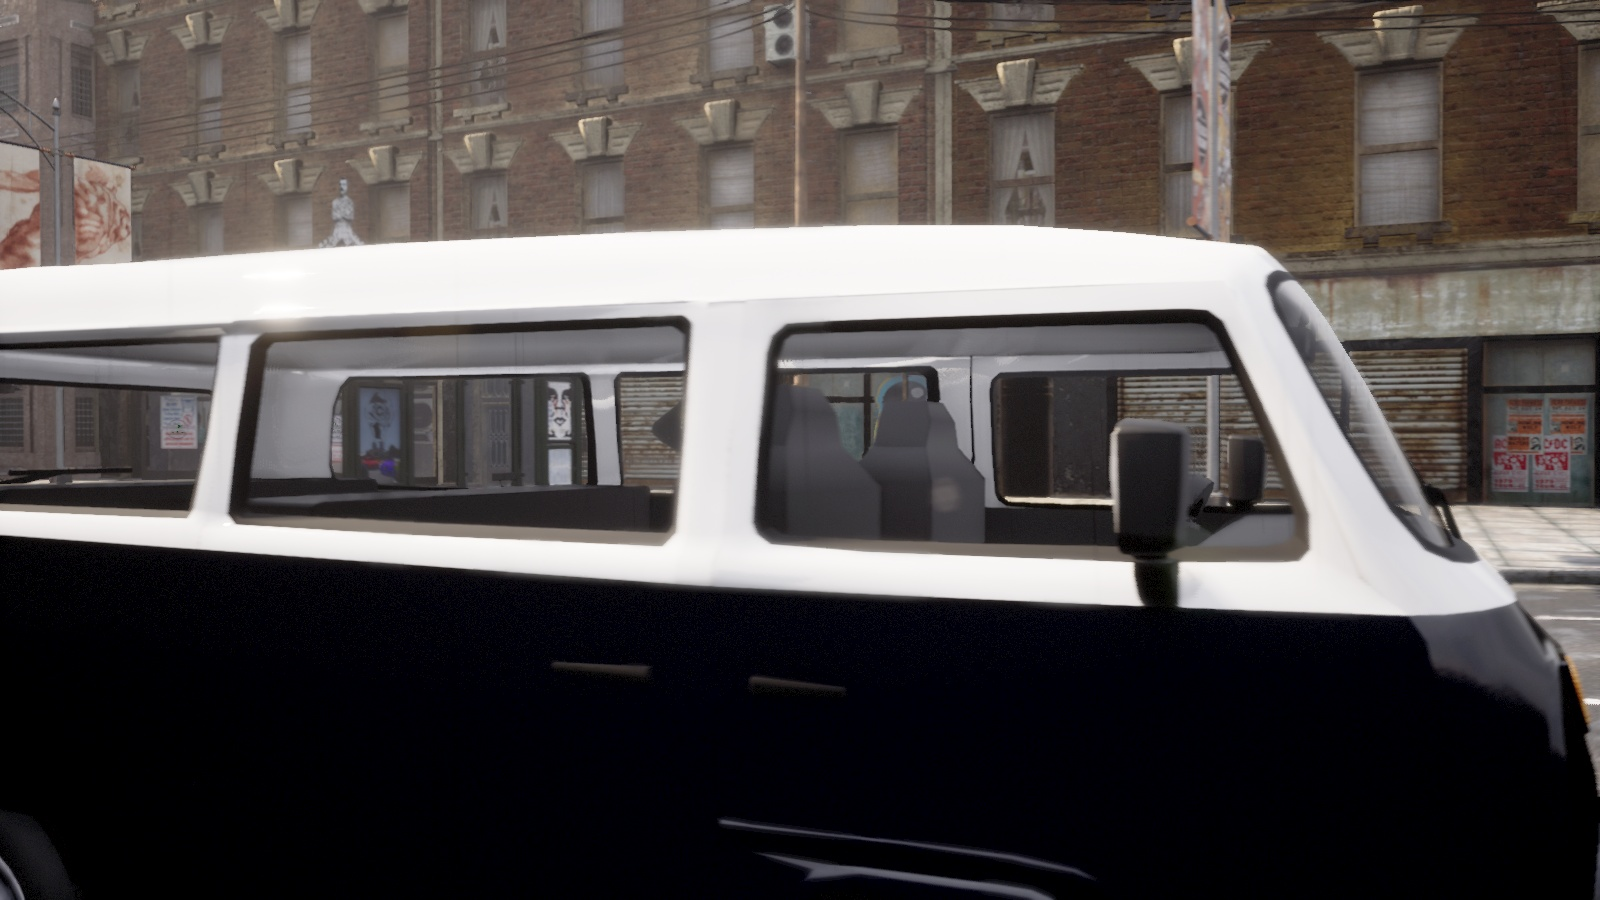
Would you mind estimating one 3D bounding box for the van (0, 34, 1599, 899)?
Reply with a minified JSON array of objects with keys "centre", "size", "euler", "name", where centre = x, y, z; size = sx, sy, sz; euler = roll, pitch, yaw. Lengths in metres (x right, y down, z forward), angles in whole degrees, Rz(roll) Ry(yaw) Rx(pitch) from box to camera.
[{"centre":[-0.550,0.497,3.287],"size":[4.480,2.038,2.069],"euler":[1,0,24],"name":"van"}]
